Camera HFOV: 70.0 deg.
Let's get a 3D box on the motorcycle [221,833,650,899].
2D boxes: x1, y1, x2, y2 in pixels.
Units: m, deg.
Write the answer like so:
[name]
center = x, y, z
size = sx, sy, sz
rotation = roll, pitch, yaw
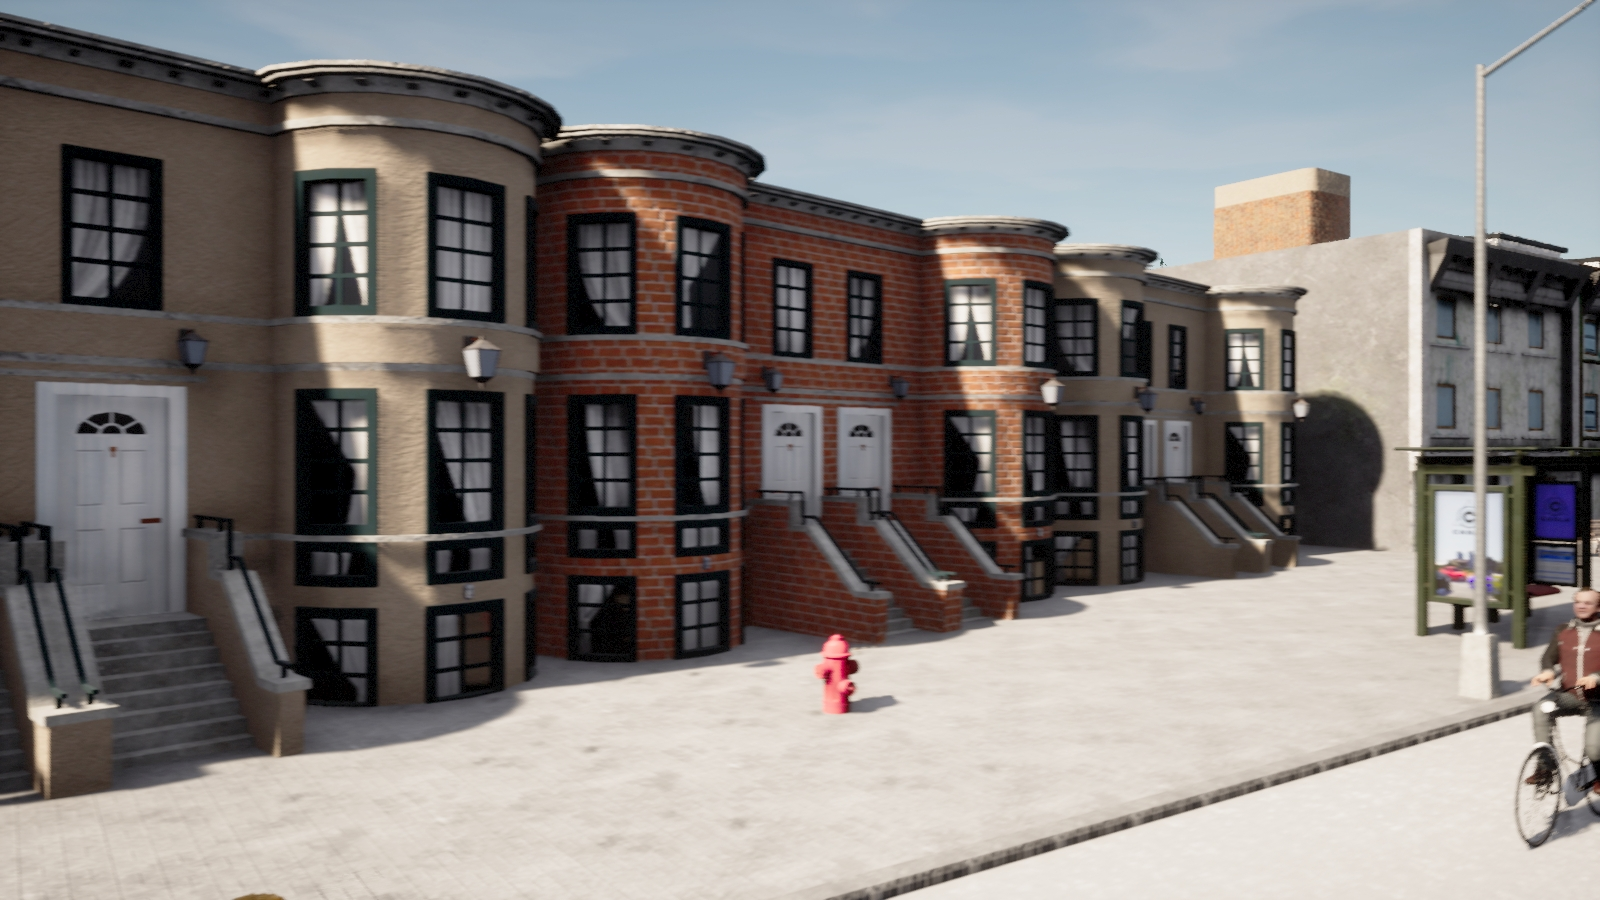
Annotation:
[motorcycle]
center = -1.521, 1.993, 3.331
size = 2.033, 1.145, 0.803
rotation = 0, 0, -35
